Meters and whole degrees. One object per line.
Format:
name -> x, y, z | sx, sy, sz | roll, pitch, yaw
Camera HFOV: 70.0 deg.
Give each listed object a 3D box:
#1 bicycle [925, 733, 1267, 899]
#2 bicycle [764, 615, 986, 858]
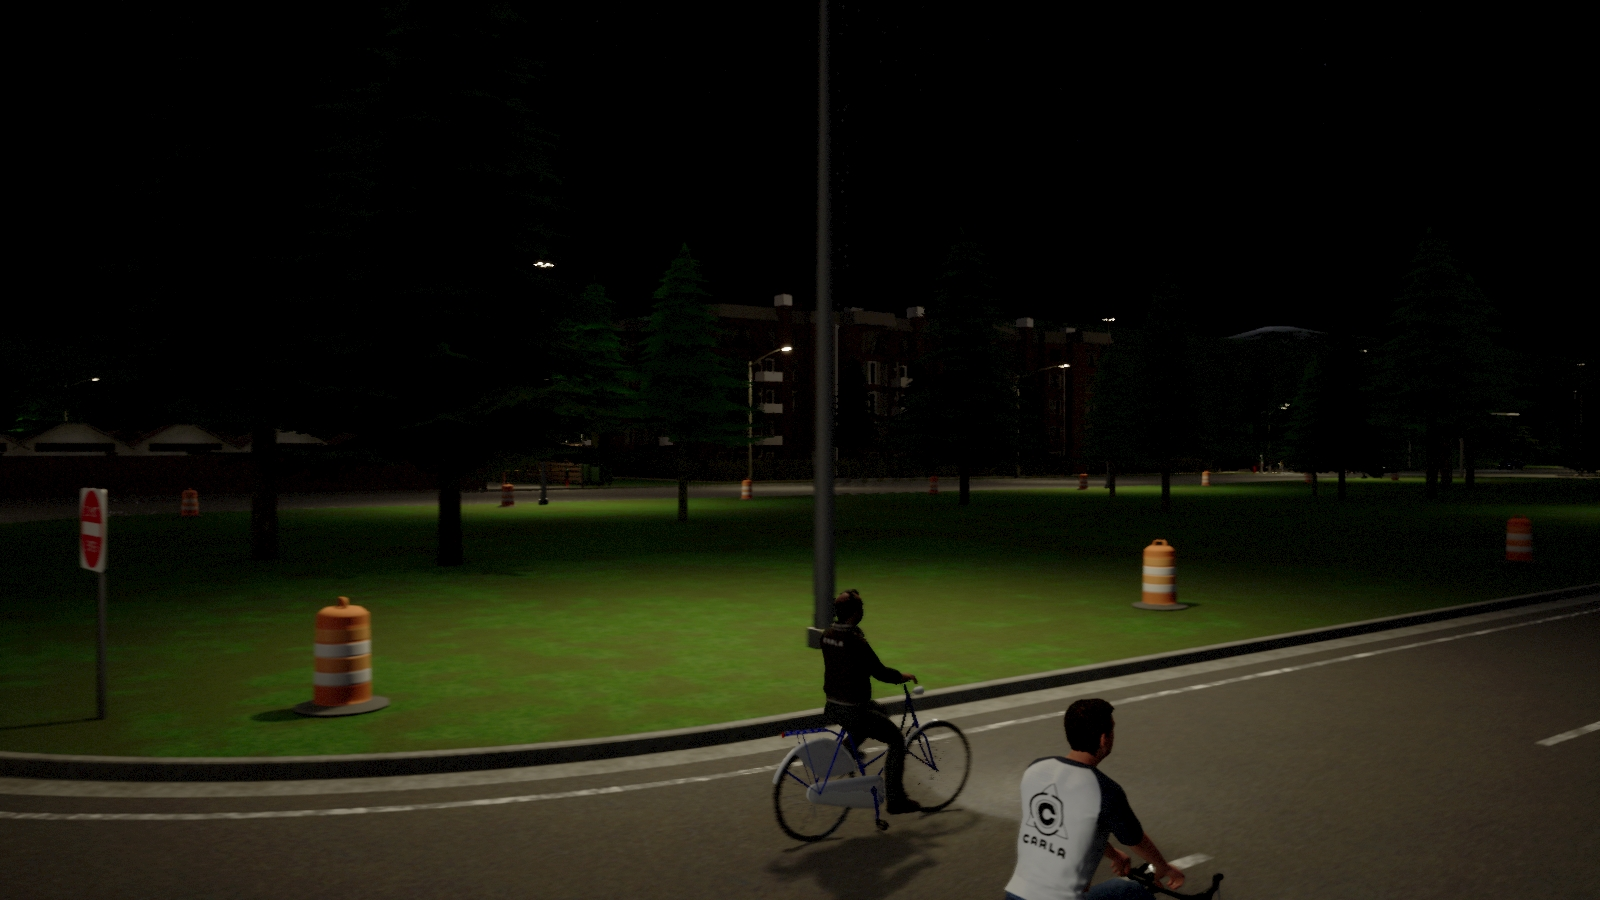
bicycle -> 1.253, 2.054, 4.662 | 1.643, 1.496, 0.373 | 0, 0, -35
bicycle -> 0.595, 2.057, 8.484 | 1.835, 1.471, 0.329 | 0, 0, -35
